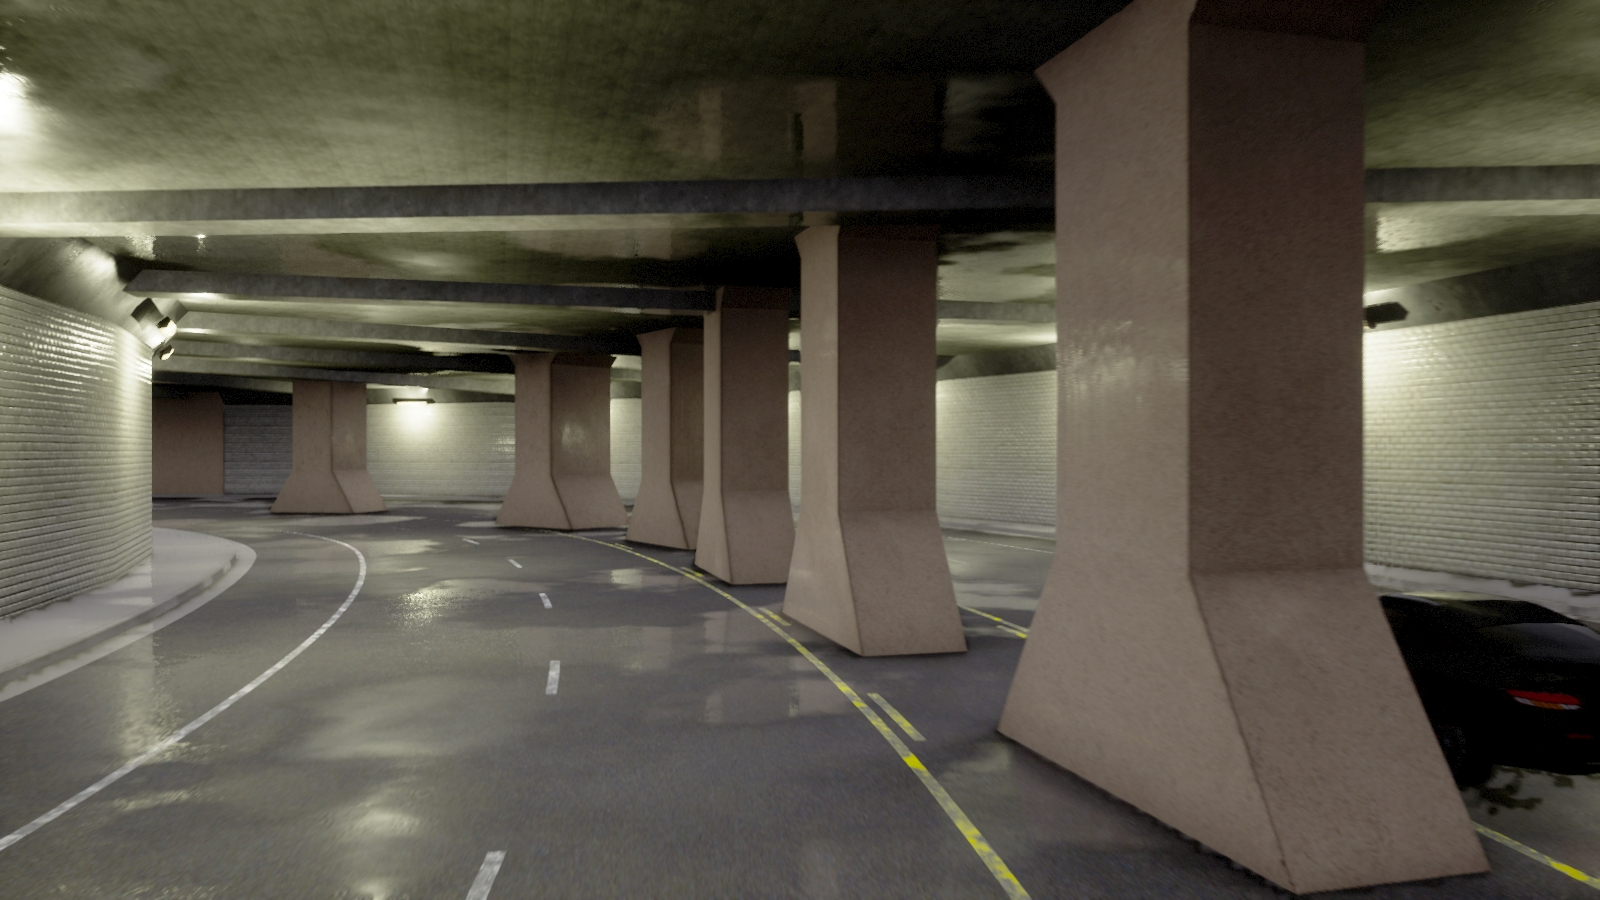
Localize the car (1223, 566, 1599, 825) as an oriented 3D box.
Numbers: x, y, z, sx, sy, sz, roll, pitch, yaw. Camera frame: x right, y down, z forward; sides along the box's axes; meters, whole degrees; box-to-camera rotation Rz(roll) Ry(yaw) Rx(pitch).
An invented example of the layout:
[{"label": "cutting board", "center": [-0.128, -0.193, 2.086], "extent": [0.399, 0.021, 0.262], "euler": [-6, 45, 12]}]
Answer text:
[{"label": "car", "center": [6.149, 2.079, 10.978], "extent": [2.002, 1.442, 4.674], "euler": [0, 0, -7]}]
